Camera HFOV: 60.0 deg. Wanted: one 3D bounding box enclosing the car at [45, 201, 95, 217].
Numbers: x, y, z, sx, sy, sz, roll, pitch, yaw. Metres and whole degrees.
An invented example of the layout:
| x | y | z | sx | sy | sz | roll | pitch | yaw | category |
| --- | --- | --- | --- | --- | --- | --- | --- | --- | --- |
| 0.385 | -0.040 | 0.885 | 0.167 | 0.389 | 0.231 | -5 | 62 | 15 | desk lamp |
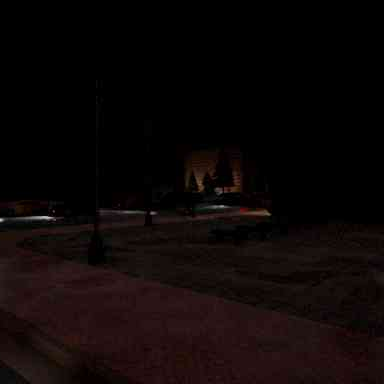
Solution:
| x | y | z | sx | sy | sz | roll | pitch | yaw | category |
| --- | --- | --- | --- | --- | --- | --- | --- | --- | --- |
| -11.220 | 1.564 | 31.569 | 1.994 | 1.385 | 4.181 | 0 | 0 | 40 | car |

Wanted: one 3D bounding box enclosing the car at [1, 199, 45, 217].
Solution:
| x | y | z | sx | sy | sz | roll | pitch | yaw | category |
| --- | --- | --- | --- | --- | --- | --- | --- | --- | --- |
| -15.872 | 1.478 | 31.496 | 1.882 | 1.535 | 5.008 | 0 | 0 | 40 | car |

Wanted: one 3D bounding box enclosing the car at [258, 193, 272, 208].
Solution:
| x | y | z | sx | sy | sz | roll | pitch | yaw | category |
| --- | --- | --- | --- | --- | --- | --- | --- | --- | --- |
| 12.014 | 1.352 | 48.004 | 2.097 | 1.767 | 4.553 | 0 | 0 | 41 | car |

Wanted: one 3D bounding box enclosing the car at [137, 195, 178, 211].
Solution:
| x | y | z | sx | sy | sz | roll | pitch | yaw | category |
| --- | --- | --- | --- | --- | --- | --- | --- | --- | --- |
| -3.774 | 1.478 | 40.382 | 1.882 | 1.535 | 5.008 | 0 | 0 | 40 | car |

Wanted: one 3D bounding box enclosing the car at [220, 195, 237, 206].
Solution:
| x | y | z | sx | sy | sz | roll | pitch | yaw | category |
| --- | --- | --- | --- | --- | --- | --- | --- | --- | --- |
| 7.104 | 1.601 | 53.173 | 1.895 | 1.301 | 4.718 | 0 | 0 | 41 | car |

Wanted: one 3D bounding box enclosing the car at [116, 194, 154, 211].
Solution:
| x | y | z | sx | sy | sz | roll | pitch | yaw | category |
| --- | --- | --- | --- | --- | --- | --- | --- | --- | --- |
| -6.922 | 1.222 | 42.081 | 2.150 | 2.045 | 5.566 | 0 | 0 | 40 | car |

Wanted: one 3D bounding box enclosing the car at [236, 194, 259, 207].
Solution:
| x | y | z | sx | sy | sz | roll | pitch | yaw | category |
| --- | --- | --- | --- | --- | --- | --- | --- | --- | --- |
| 9.121 | 1.505 | 50.010 | 1.837 | 1.490 | 4.892 | 0 | 0 | 41 | car |

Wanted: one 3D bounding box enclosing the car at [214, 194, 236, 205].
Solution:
| x | y | z | sx | sy | sz | roll | pitch | yaw | category |
| --- | --- | --- | --- | --- | --- | --- | --- | --- | --- |
| 5.925 | 1.548 | 57.165 | 2.033 | 1.411 | 5.357 | 0 | 0 | 41 | car |

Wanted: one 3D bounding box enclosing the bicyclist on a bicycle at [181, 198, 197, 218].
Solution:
| x | y | z | sx | sy | sz | roll | pitch | yaw | category |
| --- | --- | --- | --- | --- | --- | --- | --- | --- | --- |
| -0.264 | 1.301 | 26.744 | 1.656 | 1.620 | 0.582 | 0 | 0 | 40 | bicyclist on a bicycle |
